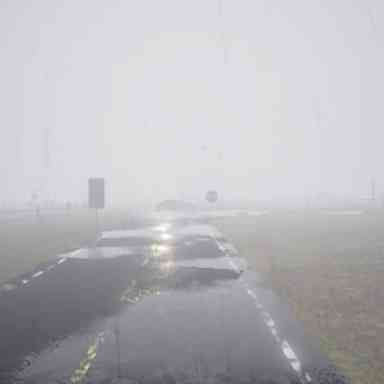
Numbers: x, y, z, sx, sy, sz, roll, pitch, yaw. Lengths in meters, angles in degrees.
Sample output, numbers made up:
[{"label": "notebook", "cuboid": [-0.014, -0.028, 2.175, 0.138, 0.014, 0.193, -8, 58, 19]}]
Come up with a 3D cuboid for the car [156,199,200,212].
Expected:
[{"label": "car", "cuboid": [-1.567, 1.500, 36.740, 4.892, 1.490, 1.837, -1, -1, 19]}]
